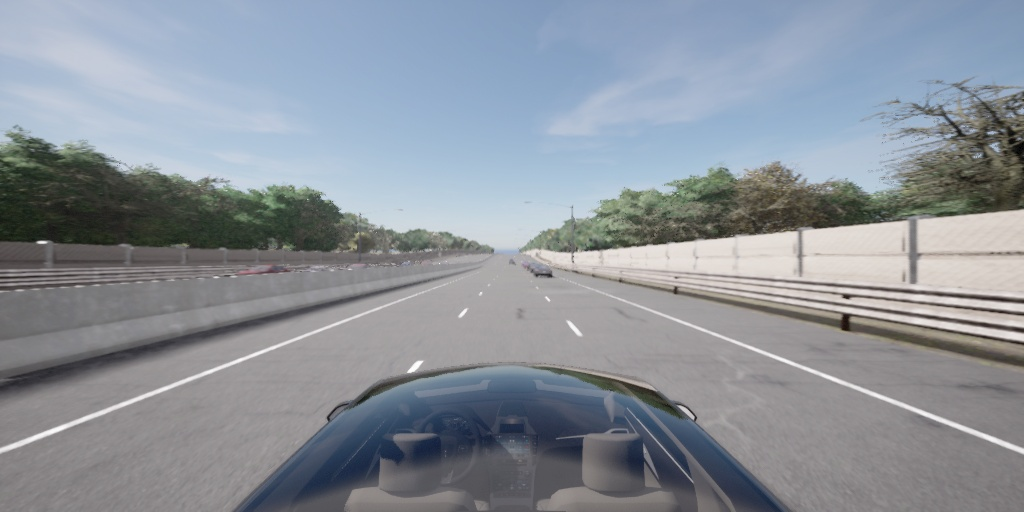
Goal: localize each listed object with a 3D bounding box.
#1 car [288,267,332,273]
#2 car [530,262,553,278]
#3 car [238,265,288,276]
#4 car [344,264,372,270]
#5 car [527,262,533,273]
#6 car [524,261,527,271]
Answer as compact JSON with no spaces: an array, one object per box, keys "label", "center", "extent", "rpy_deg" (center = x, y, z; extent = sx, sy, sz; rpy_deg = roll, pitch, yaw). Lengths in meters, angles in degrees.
[{"label":"car","center":[-17.593,1.637,32.363],"extent":[1.895,1.301,4.718],"rpy_deg":[0,-1,0]},{"label":"car","center":[3.483,1.703,40.790],"extent":[1.994,1.385,4.181],"rpy_deg":[0,-1,0]},{"label":"car","center":[-21.082,1.494,30.776],"extent":[1.882,1.535,5.008],"rpy_deg":[0,-1,0]},{"label":"car","center":[-14.090,1.520,32.838],"extent":[1.882,1.535,5.008],"rpy_deg":[0,-1,0]},{"label":"car","center":[3.478,1.781,51.792],"extent":[1.812,1.442,4.674],"rpy_deg":[0,-1,0]},{"label":"car","center":[3.474,1.849,62.794],"extent":[1.837,1.490,4.892],"rpy_deg":[0,0,0]}]
